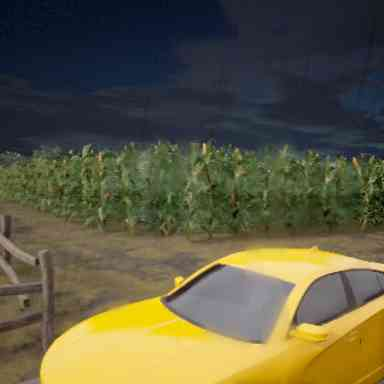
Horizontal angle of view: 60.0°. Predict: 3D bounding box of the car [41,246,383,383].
[{"bbox_3d":[0.947,1.471,3.858,5.008,1.535,1.882,0,0,-37],"label":"car"}]
